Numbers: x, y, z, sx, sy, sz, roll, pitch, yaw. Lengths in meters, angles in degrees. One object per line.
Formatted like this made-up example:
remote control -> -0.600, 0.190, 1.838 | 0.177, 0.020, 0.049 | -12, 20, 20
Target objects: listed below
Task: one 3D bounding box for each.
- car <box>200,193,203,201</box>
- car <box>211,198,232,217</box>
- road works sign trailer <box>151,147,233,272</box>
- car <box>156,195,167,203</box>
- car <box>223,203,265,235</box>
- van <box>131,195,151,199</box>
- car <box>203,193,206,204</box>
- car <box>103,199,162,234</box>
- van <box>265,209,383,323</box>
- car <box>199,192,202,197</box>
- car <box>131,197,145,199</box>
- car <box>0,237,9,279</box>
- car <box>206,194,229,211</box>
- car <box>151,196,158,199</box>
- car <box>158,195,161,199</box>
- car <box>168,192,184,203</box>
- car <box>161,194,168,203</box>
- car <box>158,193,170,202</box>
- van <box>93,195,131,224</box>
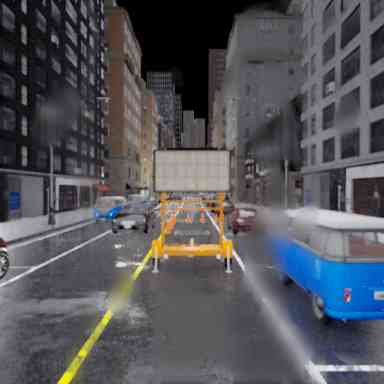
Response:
car -> 2.890, 1.252, 56.337 | 2.008, 1.369, 4.403 | 0, 0, 0
car -> 2.875, 1.425, 28.830 | 1.802, 1.307, 4.206 | 0, 0, 0
road works sign trailer -> 0.008, 0.406, 10.500 | 2.380, 3.560, 2.880 | 0, 0, 0
car -> -5.633, 1.256, 61.844 | 1.802, 1.307, 4.206 | 0, 0, 0
car -> 2.868, 1.484, 17.829 | 1.802, 1.307, 4.206 | 0, 0, 0
van -> -5.648, 1.155, 34.336 | 1.690, 1.788, 3.998 | 0, 0, 0
car -> 2.884, 1.197, 45.334 | 1.967, 1.590, 4.097 | 0, 0, 0
car -> -3.088, 1.390, 18.439 | 2.128, 1.511, 4.902 | 0, 0, 0
van -> 2.861, 1.303, 6.825 | 1.690, 1.788, 3.998 | 0, 0, 0
car -> 2.896, 1.213, 67.340 | 1.947, 1.339, 4.313 | 0, 0, 0
car -> -5.651, 1.394, 28.835 | 2.008, 1.369, 4.403 | 0, 0, 0
car -> -5.664, 1.402, 6.830 | 1.967, 1.590, 4.097 | 0, 0, 0
car -> 2.877, 1.129, 34.330 | 2.192, 1.841, 5.009 | 0, 0, 0
car -> -5.645, 1.351, 39.838 | 1.947, 1.339, 4.313 | 0, 0, 0
car -> -5.641, 1.339, 45.340 | 1.802, 1.307, 4.206 | 0, 0, 0
car -> -3.024, 0.905, 60.255 | 2.150, 2.045, 5.566 | 0, 1, 0
car -> -5.635, 1.267, 56.342 | 1.947, 1.339, 4.313 | 0, 0, 0
car -> -5.629, 1.087, 67.344 | 1.967, 1.590, 4.097 | 0, 0, 0
van -> -5.655, 1.213, 23.334 | 1.690, 1.788, 3.998 | 0, 0, 0
